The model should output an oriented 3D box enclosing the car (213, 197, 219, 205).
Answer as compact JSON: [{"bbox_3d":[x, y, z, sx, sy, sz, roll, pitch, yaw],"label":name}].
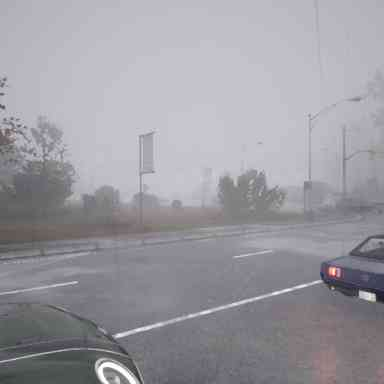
[{"bbox_3d":[5.178,1.254,49.612,2.128,1.511,4.902,-1,0,-39],"label":"car"}]

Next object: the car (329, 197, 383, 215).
[{"bbox_3d":[15.789,1.274,30.742,2.128,1.511,4.902,-1,0,-39],"label":"car"}]

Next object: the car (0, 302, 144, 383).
[{"bbox_3d":[-2.502,1.352,1.938,4.553,1.767,2.097,0,0,-36],"label":"car"}]

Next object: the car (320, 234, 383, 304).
[{"bbox_3d":[4.969,1.573,7.276,4.718,1.301,1.895,0,0,-35],"label":"car"}]

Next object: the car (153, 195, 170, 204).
[{"bbox_3d":[-5.785,1.306,57.771,1.837,1.490,4.892,-1,0,-38],"label":"car"}]

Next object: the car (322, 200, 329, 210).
[{"bbox_3d":[16.346,1.279,35.663,1.812,1.442,4.674,-1,0,-39],"label":"car"}]
